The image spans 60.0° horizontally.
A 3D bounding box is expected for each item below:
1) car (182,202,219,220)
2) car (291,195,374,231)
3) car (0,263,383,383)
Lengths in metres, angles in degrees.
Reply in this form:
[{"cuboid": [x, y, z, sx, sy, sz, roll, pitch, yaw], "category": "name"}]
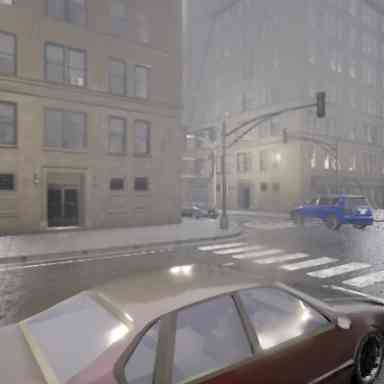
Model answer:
[{"cuboid": [0.355, 1.498, 27.522, 1.994, 1.385, 4.181, 0, 0, -36], "category": "car"}, {"cuboid": [8.497, 1.200, 20.696, 2.150, 2.045, 5.566, 1, 0, -18], "category": "car"}, {"cuboid": [0.179, 1.549, 3.566, 5.357, 1.411, 2.033, 0, 0, -36], "category": "car"}]
